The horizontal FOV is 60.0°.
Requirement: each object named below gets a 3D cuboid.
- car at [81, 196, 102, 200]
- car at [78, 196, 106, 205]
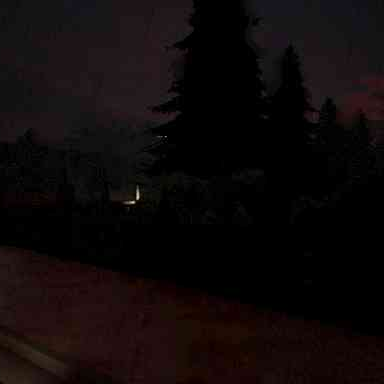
[{"bbox_3d":[-15.413,1.356,53.441,1.882,1.535,5.008,0,1,36],"label":"car"},{"bbox_3d":[-17.144,1.390,57.022,1.994,1.385,4.181,0,2,36],"label":"car"}]
